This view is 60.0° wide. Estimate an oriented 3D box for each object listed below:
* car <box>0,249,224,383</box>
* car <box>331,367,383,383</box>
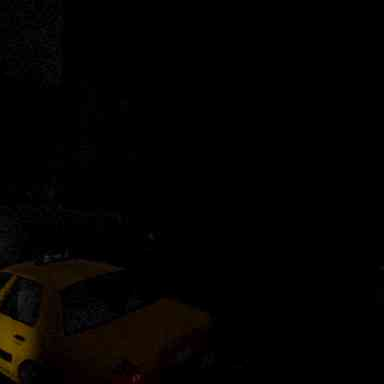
[{"bbox_3d":[-1.941,1.439,4.379,4.829,1.417,1.752,1,1,36],"label":"car"},{"bbox_3d":[2.617,1.533,1.113,4.403,1.369,2.008,1,1,36],"label":"car"}]
